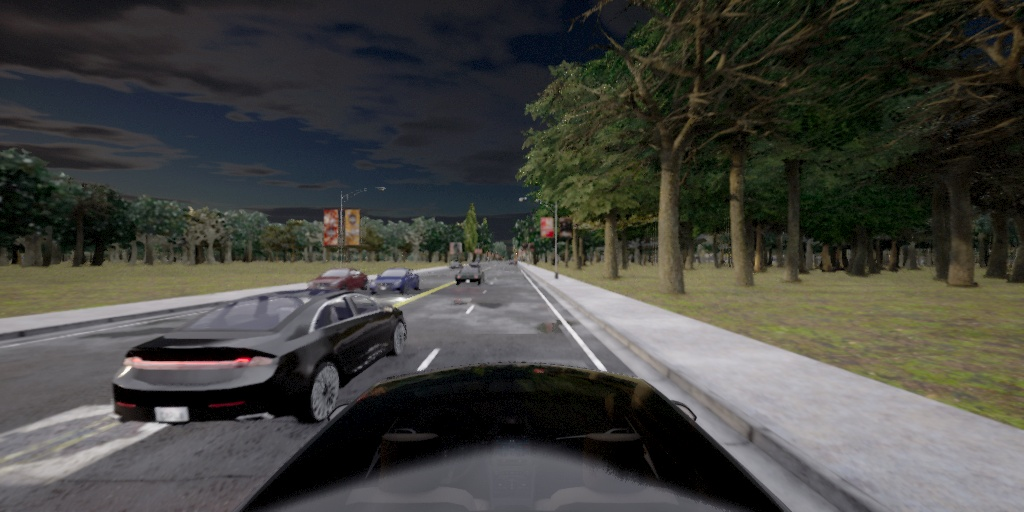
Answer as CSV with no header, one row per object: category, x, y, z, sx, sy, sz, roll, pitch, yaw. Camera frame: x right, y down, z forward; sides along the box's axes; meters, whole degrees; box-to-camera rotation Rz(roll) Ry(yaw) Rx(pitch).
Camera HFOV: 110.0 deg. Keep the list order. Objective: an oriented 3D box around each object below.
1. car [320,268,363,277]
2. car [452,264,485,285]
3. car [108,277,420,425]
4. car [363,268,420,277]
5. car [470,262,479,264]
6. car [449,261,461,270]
car,-9.852,1.407,20.728,1.812,1.442,4.674,0,0,0
car,-3.155,1.535,27.859,1.895,1.301,4.718,0,0,0
car,-3.159,1.268,5.756,2.128,1.511,4.902,0,0,0
car,-6.603,1.407,20.724,1.812,1.442,4.674,0,0,0
car,-6.531,1.746,62.457,2.033,1.411,5.357,0,0,1
car,-9.790,1.701,62.454,1.837,1.490,4.892,0,0,1
